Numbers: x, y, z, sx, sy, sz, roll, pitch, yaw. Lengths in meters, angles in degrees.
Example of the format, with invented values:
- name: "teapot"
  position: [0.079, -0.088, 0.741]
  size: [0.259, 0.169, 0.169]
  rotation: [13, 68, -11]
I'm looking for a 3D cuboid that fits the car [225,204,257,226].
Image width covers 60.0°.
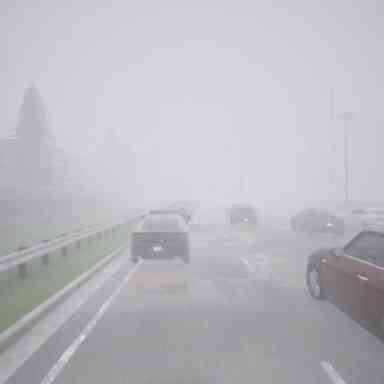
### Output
- name: "car"
  position: [3.675, 1.654, 25.126]
  size: [1.837, 1.490, 4.892]
  rotation: [0, 0, 0]

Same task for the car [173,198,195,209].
- name: "car"
  position: [-0.966, 1.519, 28.358]
  size: [2.097, 1.767, 4.553]
  rotation: [0, 0, 0]

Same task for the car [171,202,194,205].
- name: "car"
  position: [-0.984, 1.638, 22.387]
  size: [1.837, 1.490, 4.892]
  rotation: [0, 0, 0]

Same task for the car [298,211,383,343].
- name: "car"
  position: [3.616, 1.386, 5.627]
  size: [2.097, 1.767, 4.553]
  rotation: [0, 0, 0]

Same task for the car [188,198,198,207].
- name: "car"
  position: [0.188, 1.843, 61.752]
  size: [1.882, 1.535, 5.008]
  rotation: [0, 0, 0]

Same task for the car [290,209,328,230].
- name: "car"
  position: [7.157, 1.680, 19.354]
  size: [1.994, 1.385, 4.181]
  rotation: [0, 0, 0]

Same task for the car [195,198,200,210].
- name: "car"
  position: [0.156, 1.770, 47.072]
  size: [2.128, 1.511, 4.902]
  rotation: [0, 0, 1]

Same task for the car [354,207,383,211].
- name: "car"
  position: [10.650, 1.646, 20.092]
  size: [1.812, 1.442, 4.674]
  rotation: [0, 0, 0]

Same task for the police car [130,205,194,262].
- name: "police car"
  position: [-1.014, 1.500, 12.498]
  size: [1.930, 1.638, 5.238]
  rotation: [0, 0, 0]
